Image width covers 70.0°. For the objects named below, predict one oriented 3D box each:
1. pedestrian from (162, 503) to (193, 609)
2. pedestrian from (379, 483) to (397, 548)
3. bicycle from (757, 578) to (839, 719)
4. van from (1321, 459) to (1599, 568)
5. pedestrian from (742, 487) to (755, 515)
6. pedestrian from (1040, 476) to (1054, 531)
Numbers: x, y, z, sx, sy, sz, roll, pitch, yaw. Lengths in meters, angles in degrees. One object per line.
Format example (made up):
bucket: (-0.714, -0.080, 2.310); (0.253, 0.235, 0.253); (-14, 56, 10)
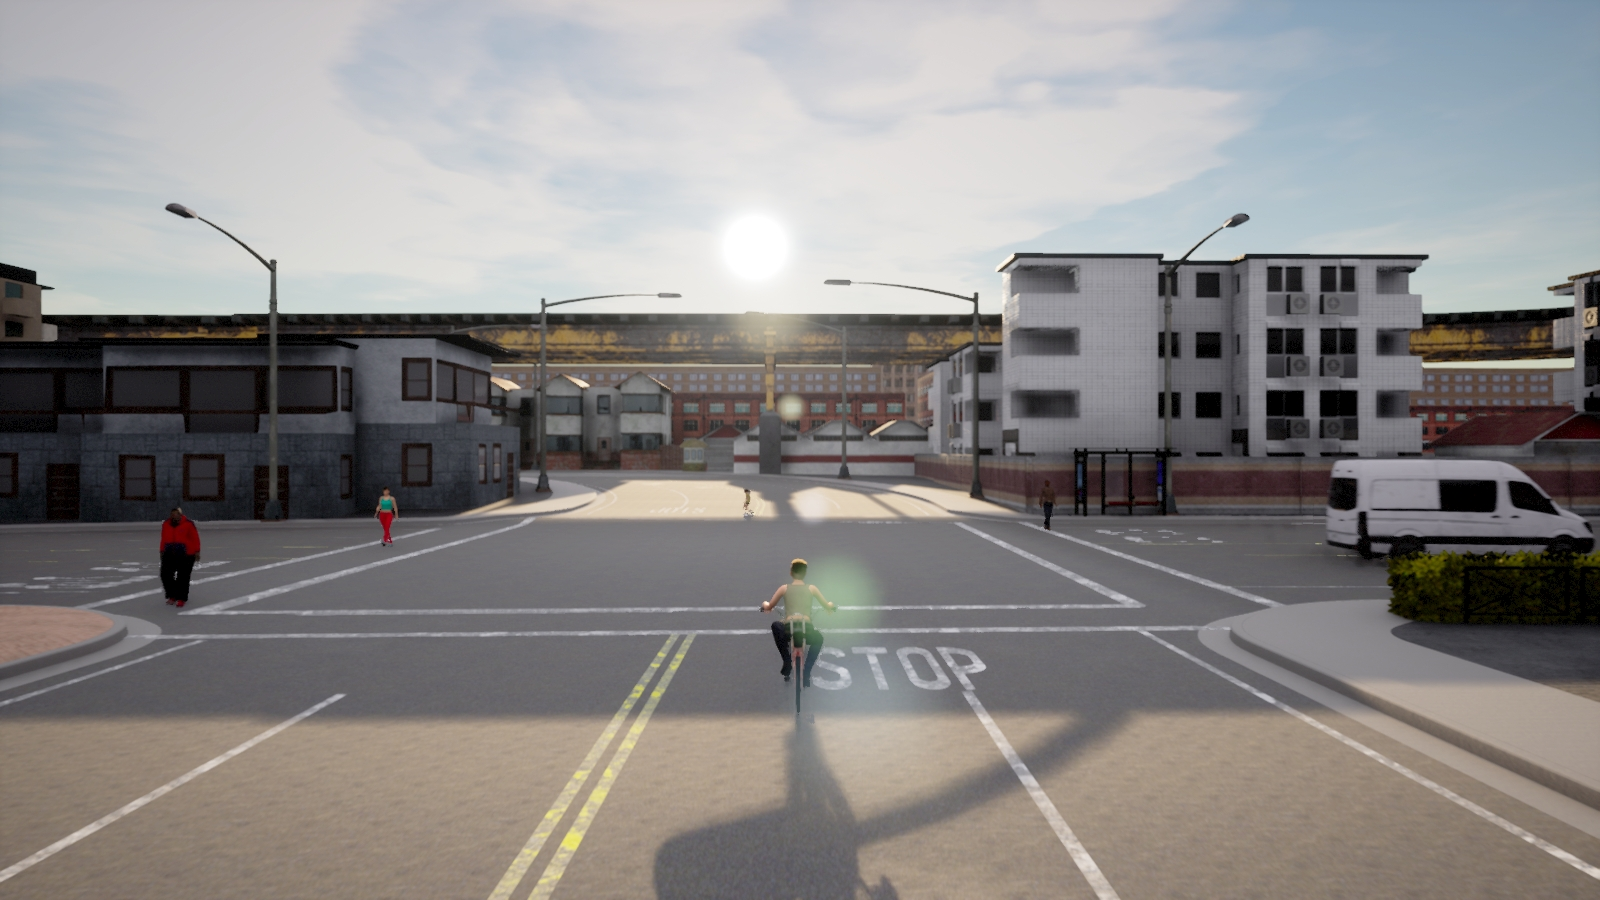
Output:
pedestrian: (-11.096, 1.880, 20.358); (0.375, 1.860, 0.375); (0, 0, -7)
pedestrian: (-11.867, 1.888, 32.886); (0.375, 1.860, 0.375); (0, 0, 0)
bicycle: (-0.018, 2.140, 12.598); (0.859, 1.301, 1.487); (0, 0, 0)
van: (16.308, 1.523, 28.289); (5.915, 2.561, 1.988); (0, 0, 1)
pedestrian: (-2.109, 2.075, 46.667); (0.500, 1.100, 0.500); (0, 0, 1)
pedestrian: (8.455, 1.832, 39.109); (0.375, 1.860, 0.375); (0, 0, -1)
